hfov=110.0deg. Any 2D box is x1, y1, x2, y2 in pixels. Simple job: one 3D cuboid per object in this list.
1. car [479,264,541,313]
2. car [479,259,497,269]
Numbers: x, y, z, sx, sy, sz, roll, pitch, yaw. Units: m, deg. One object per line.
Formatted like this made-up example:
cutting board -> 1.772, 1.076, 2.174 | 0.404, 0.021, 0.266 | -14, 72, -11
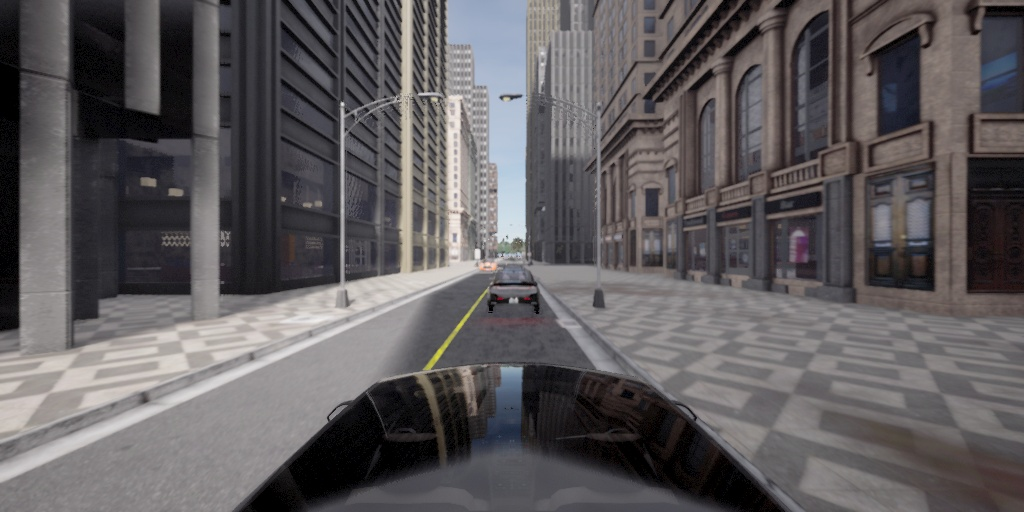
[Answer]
car -> 0.076, 1.251, 14.066 | 2.128, 1.511, 4.902 | 0, 0, 0
car -> -3.071, 1.123, 46.895 | 2.097, 1.767, 4.553 | 0, 0, 0
